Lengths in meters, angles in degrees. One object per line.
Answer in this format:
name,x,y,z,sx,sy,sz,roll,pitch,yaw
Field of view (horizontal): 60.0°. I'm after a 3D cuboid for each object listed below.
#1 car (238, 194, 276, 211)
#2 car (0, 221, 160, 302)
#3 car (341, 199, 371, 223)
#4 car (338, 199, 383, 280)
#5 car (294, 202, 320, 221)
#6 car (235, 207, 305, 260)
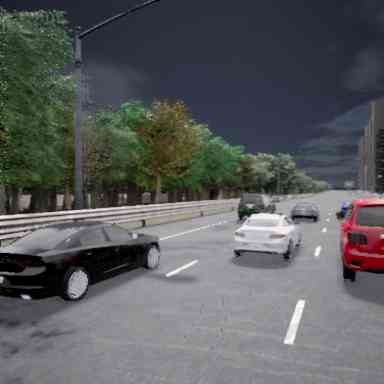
car,5.285,1.184,26.569,2.150,2.045,5.566,0,0,24
car,-2.615,1.482,8.509,1.882,1.535,5.008,0,0,24
car,12.678,1.412,26.001,1.882,1.535,5.008,0,0,24
car,5.443,1.192,9.476,2.150,2.045,5.566,0,0,24
car,9.121,1.512,26.603,1.994,1.385,4.181,0,0,24
car,2.920,1.505,12.407,1.812,1.442,4.674,0,0,24
